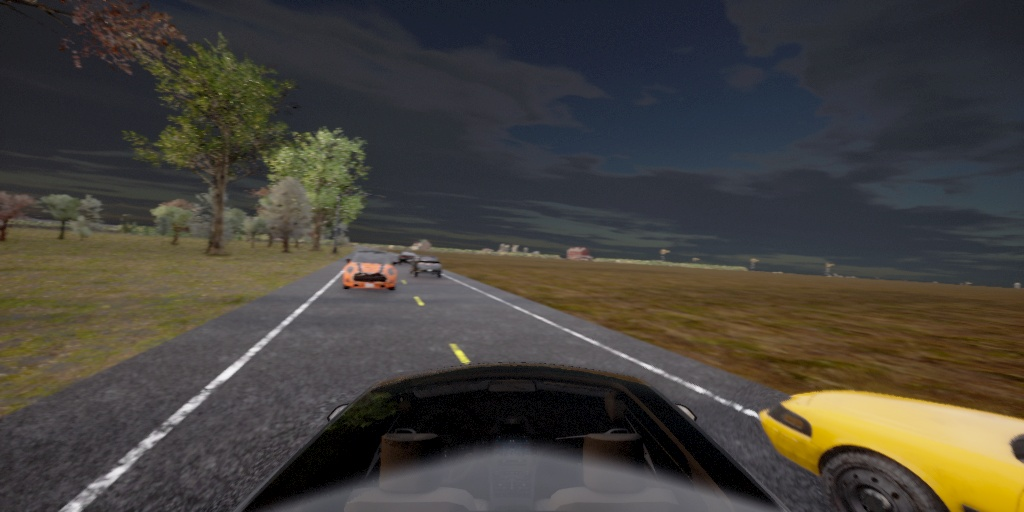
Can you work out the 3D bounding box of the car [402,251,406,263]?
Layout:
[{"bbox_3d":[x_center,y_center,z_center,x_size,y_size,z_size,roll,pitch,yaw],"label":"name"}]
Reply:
[{"bbox_3d":[-11.355,0.213,38.795,1.882,1.535,5.008,4,0,-21],"label":"car"}]

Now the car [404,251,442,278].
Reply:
[{"bbox_3d":[-6.203,0.668,25.630,2.128,1.511,4.902,4,0,-21],"label":"car"}]

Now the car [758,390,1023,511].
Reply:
[{"bbox_3d":[4.100,1.518,1.497,1.801,1.575,5.366,4,0,-21],"label":"car"}]

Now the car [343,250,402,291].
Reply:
[{"bbox_3d":[-6.502,0.543,16.563,2.097,1.767,4.553,4,0,-21],"label":"car"}]
